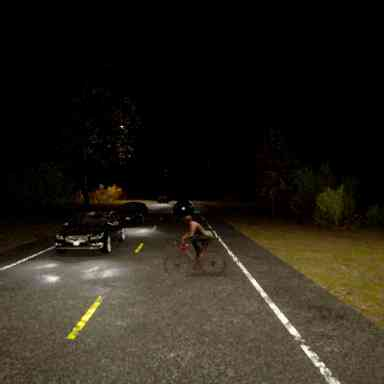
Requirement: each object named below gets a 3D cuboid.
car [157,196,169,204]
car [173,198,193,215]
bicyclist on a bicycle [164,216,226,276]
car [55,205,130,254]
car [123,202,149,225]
[{"bbox_3d":[-5.371,1.494,61.773,2.128,1.511,4.902,0,0,-1],"label":"car"},{"bbox_3d":[-0.879,1.554,33.670,1.994,1.385,4.181,0,0,-2],"label":"car"},{"bbox_3d":[0.067,1.451,8.874,1.656,1.620,0.582,-2,0,-2],"label":"bicyclist on a bicycle"},{"bbox_3d":[-3.974,1.502,13.634,1.837,1.490,4.892,0,0,-2],"label":"car"},{"bbox_3d":[-4.282,1.471,24.337,1.882,1.535,5.008,0,0,-2],"label":"car"}]
